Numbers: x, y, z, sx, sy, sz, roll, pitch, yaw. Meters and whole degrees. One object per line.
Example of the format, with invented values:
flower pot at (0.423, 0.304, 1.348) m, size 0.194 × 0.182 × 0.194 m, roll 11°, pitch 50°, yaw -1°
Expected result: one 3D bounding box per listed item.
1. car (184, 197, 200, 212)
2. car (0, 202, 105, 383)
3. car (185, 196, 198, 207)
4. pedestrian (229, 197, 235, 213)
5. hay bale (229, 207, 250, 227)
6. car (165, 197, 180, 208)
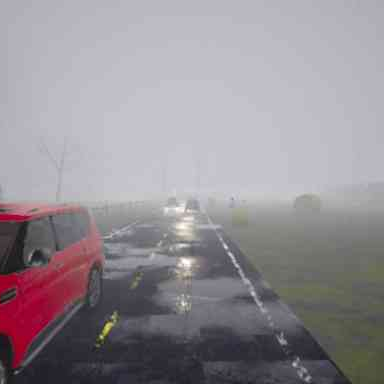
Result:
car at (0.061, 1.525, 38.576) m, size 2.033 × 1.411 × 5.357 m, roll 0°, pitch 0°, yaw 0°
car at (-2.851, 1.217, 4.651) m, size 2.150 × 2.045 × 5.566 m, roll 0°, pitch 0°, yaw 0°
car at (-0.008, 1.455, 50.528) m, size 1.882 × 1.535 × 5.008 m, roll 0°, pitch 0°, yaw 0°
pedestrian at (2.819, 1.282, 23.208) m, size 0.375 × 1.860 × 0.375 m, roll -1°, pitch 1°, yaw 4°
hay bale at (3.132, 1.639, 22.094) m, size 1.220 × 1.180 × 1.240 m, roll 1°, pitch 1°, yaw 0°
car at (-2.833, 1.484, 48.448) m, size 1.837 × 1.490 × 4.892 m, roll 0°, pitch -1°, yaw 0°
